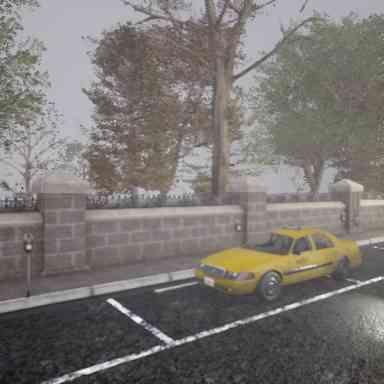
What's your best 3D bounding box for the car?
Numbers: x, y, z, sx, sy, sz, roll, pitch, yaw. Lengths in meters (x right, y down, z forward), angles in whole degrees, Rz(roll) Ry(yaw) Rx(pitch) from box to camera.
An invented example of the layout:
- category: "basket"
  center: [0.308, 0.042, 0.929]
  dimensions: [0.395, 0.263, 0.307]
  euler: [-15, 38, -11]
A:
- category: "car"
  center: [2.314, 1.505, 8.210]
  dimensions: [4.829, 1.417, 1.752]
  euler: [0, 0, -35]
